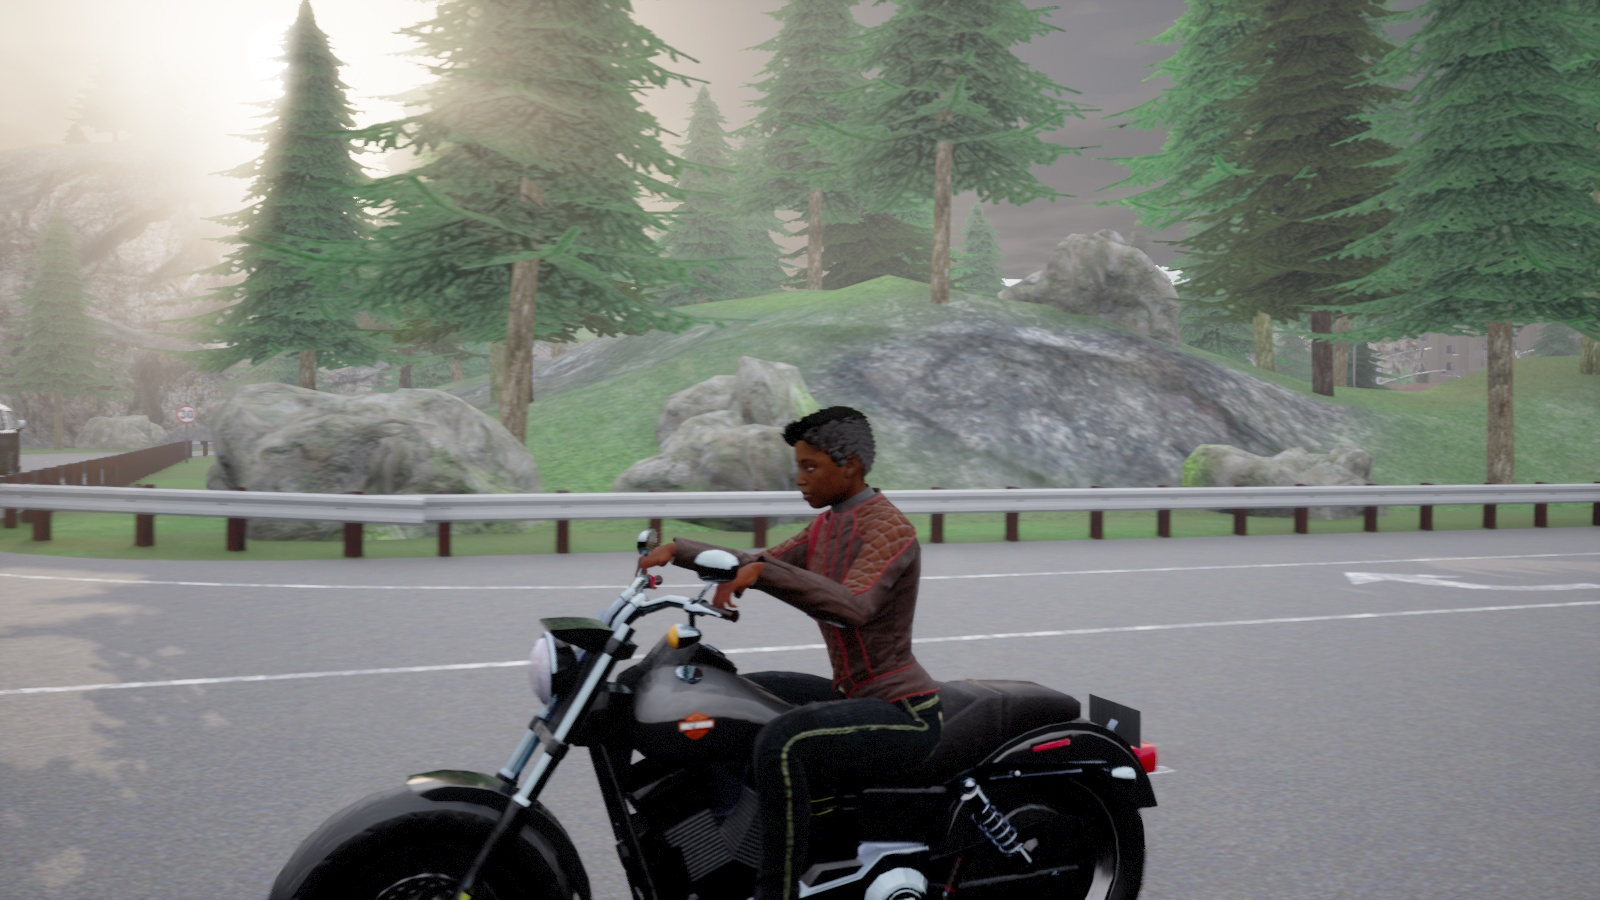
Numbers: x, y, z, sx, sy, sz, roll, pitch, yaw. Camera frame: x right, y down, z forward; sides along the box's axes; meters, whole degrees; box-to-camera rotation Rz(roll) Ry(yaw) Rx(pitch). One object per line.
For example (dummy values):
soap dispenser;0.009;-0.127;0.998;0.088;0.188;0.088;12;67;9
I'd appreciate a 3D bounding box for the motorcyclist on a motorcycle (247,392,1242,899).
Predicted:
motorcyclist on a motorcycle;-0.089;0.695;3.205;2.350;1.649;0.766;-1;1;-21

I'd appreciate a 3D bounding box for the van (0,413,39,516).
van;-17.524;0.288;26.205;2.069;2.038;4.480;-1;1;-22
